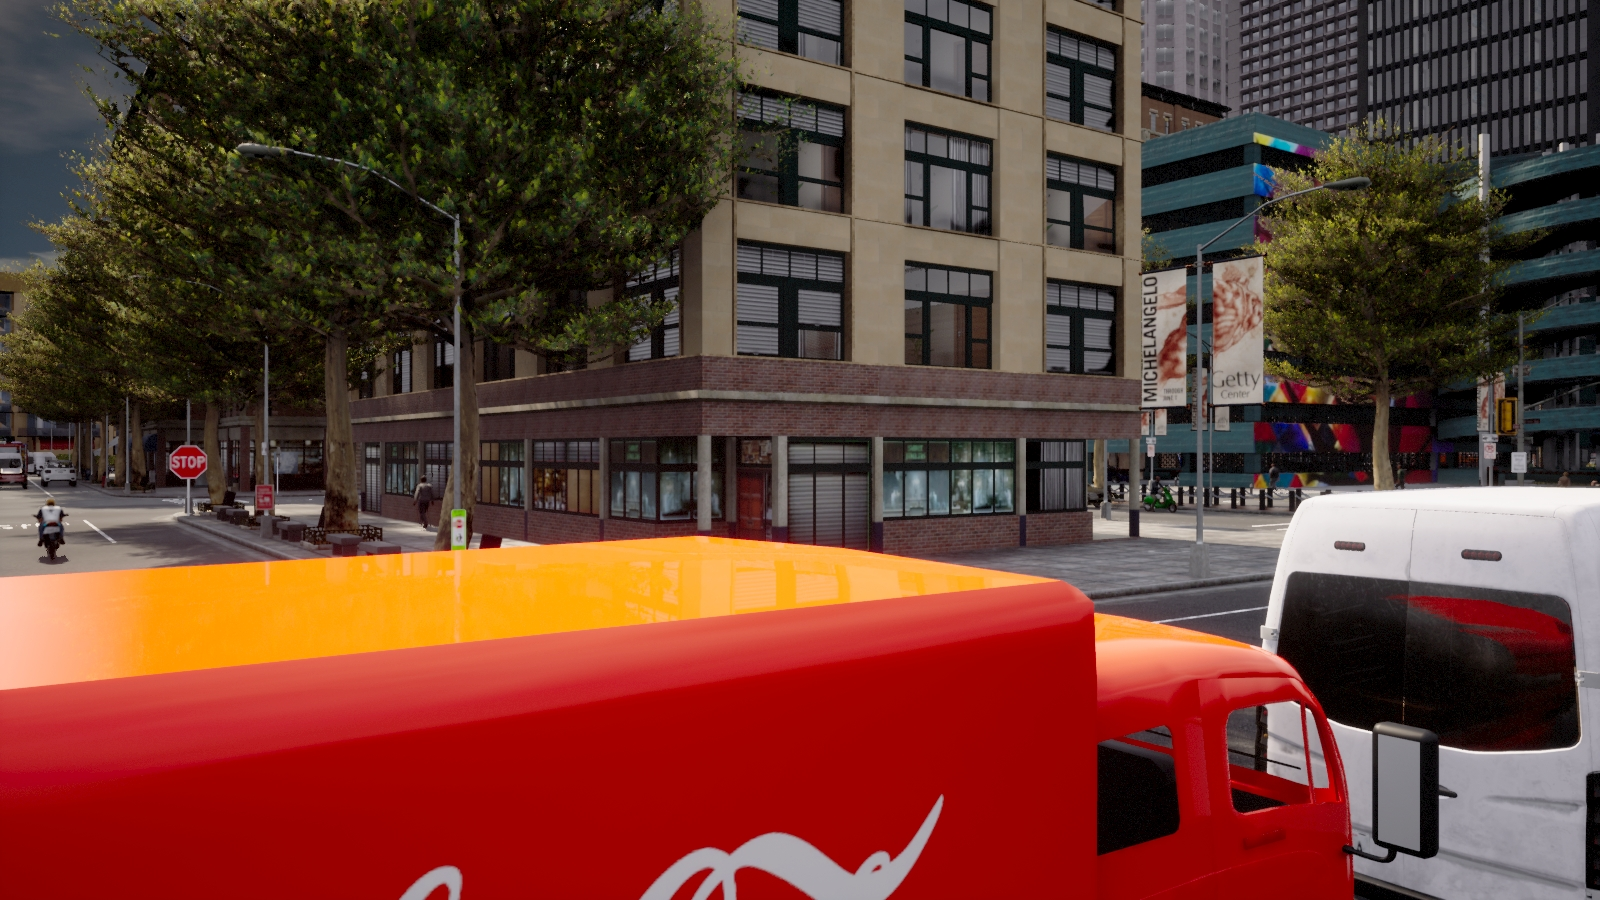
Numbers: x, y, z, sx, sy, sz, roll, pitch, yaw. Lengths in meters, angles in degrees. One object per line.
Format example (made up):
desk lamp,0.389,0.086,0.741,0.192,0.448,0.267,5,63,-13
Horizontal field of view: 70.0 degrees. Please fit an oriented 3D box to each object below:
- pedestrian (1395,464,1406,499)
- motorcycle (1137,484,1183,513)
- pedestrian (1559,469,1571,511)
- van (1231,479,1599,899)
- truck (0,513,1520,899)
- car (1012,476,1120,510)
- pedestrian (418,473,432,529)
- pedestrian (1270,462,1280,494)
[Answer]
pedestrian,32.136,1.673,61.191,0.375,1.860,0.375,0,0,-29
motorcycle,16.126,2.166,51.225,0.856,1.236,1.805,0,0,-35
pedestrian,34.996,1.823,52.259,0.375,1.860,0.375,0,0,-37
van,5.568,1.531,7.705,5.915,2.561,1.988,0,0,-35
truck,-0.425,1.567,3.494,5.204,2.467,2.627,0,0,-35
car,12.913,2.045,55.772,2.231,1.480,4.892,0,0,-35
pedestrian,-12.516,1.691,38.136,0.375,1.860,0.375,0,0,-36
pedestrian,28.358,1.673,68.190,0.375,1.860,0.375,0,0,-29
